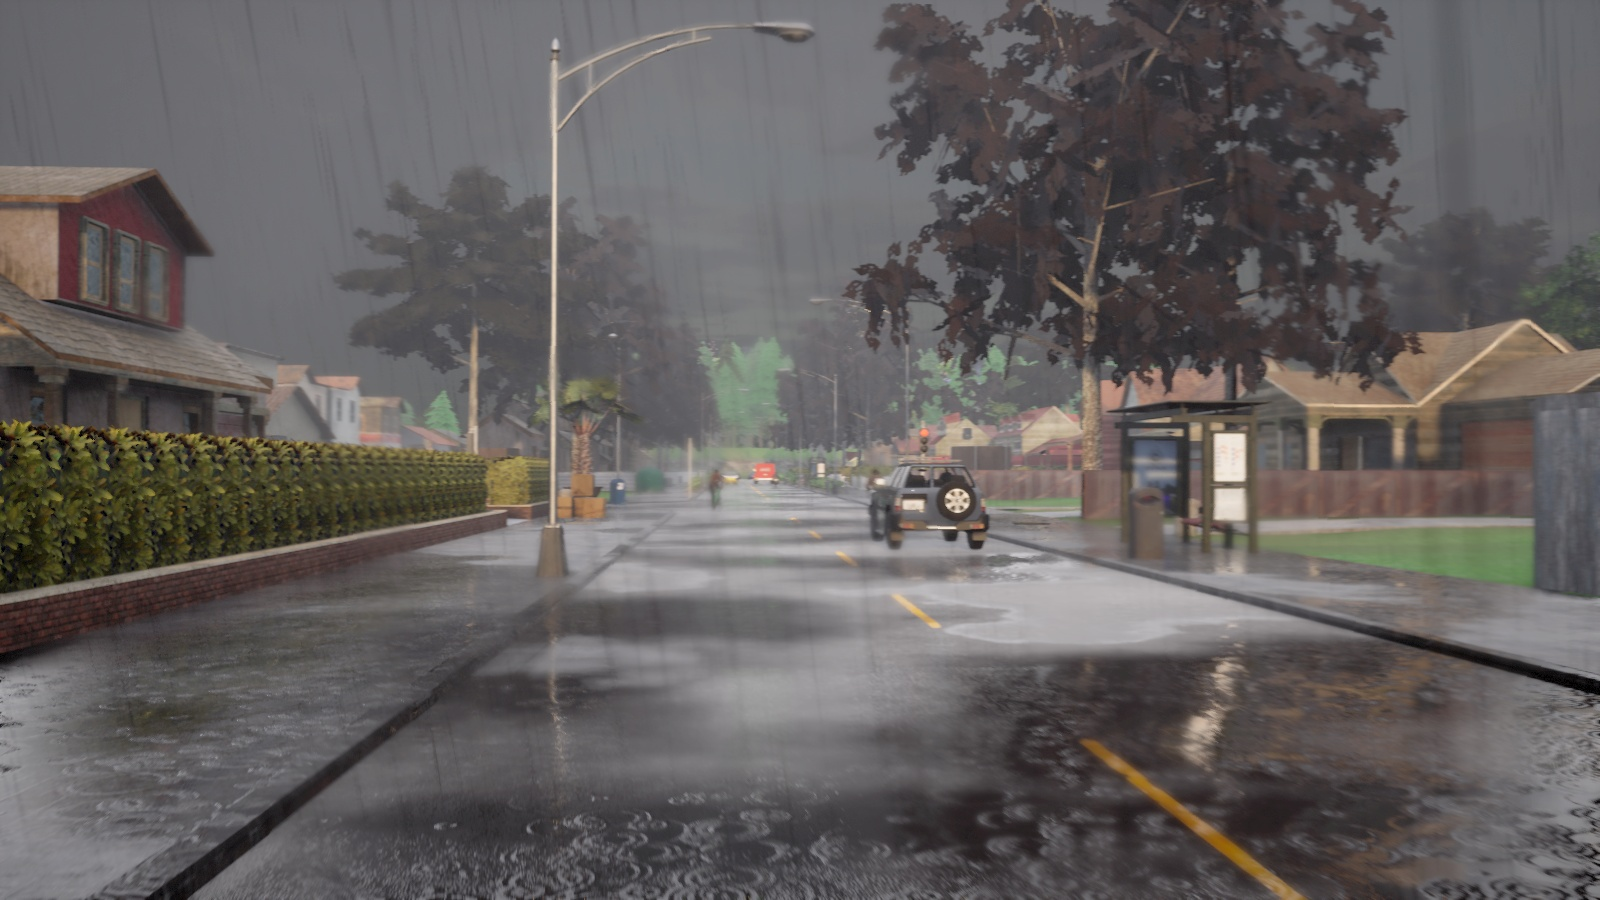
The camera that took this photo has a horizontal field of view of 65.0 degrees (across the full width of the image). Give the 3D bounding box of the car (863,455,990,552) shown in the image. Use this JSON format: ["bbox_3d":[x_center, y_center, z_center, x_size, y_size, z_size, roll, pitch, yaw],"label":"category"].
[{"bbox_3d":[2.546,1.059,26.408,1.932,1.855,4.605,0,-1,-3],"label":"car"}]
